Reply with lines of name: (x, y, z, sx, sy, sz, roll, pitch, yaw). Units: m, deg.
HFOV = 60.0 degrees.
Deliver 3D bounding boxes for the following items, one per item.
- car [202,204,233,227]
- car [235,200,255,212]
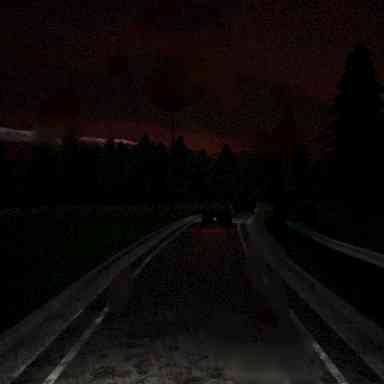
car: (1.848, 1.581, 23.839, 1.882, 1.535, 5.008, 0, 0, 9)
car: (6.568, 1.678, 40.990, 2.128, 1.511, 4.902, 0, 0, 21)
